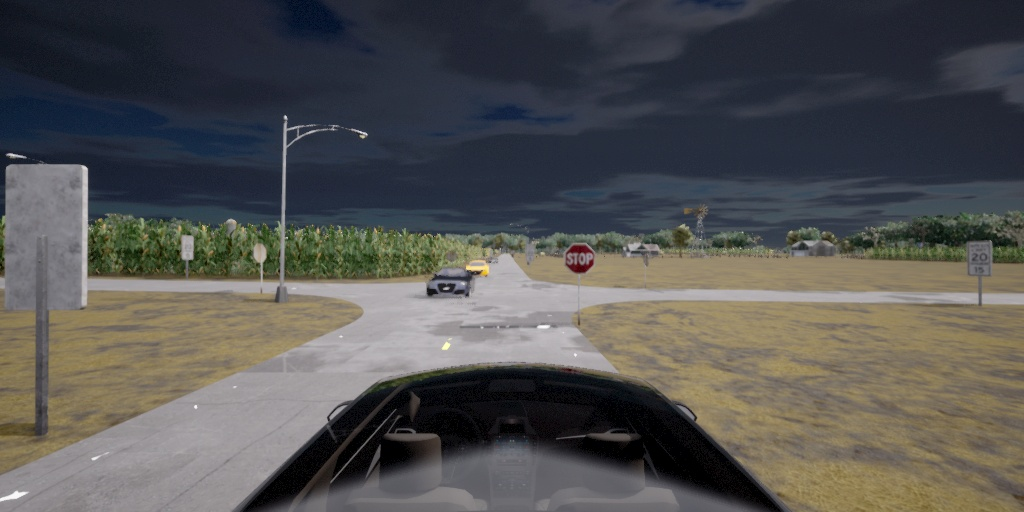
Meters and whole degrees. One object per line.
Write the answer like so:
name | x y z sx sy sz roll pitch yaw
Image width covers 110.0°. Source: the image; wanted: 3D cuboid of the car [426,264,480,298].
car | -2.921 1.261 17.873 1.994 1.385 4.181 1 0 -1

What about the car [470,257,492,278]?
car | -3.119 1.167 33.062 1.882 1.535 5.008 0 0 -1
